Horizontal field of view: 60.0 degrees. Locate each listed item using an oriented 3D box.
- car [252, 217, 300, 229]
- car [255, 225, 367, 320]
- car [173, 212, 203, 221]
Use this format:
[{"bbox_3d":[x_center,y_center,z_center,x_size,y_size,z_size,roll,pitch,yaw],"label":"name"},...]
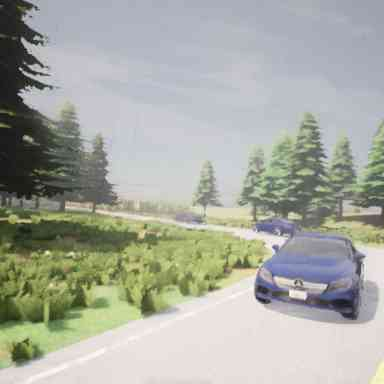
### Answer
[{"bbox_3d":[6.781,2.772,26.773,1.812,1.442,4.674,4,-3,-25],"label":"car"},{"bbox_3d":[3.011,1.688,7.861,1.812,1.442,4.674,1,-3,30],"label":"car"},{"bbox_3d":[-0.544,3.140,40.926,2.033,1.411,5.357,4,-3,-28],"label":"car"}]
